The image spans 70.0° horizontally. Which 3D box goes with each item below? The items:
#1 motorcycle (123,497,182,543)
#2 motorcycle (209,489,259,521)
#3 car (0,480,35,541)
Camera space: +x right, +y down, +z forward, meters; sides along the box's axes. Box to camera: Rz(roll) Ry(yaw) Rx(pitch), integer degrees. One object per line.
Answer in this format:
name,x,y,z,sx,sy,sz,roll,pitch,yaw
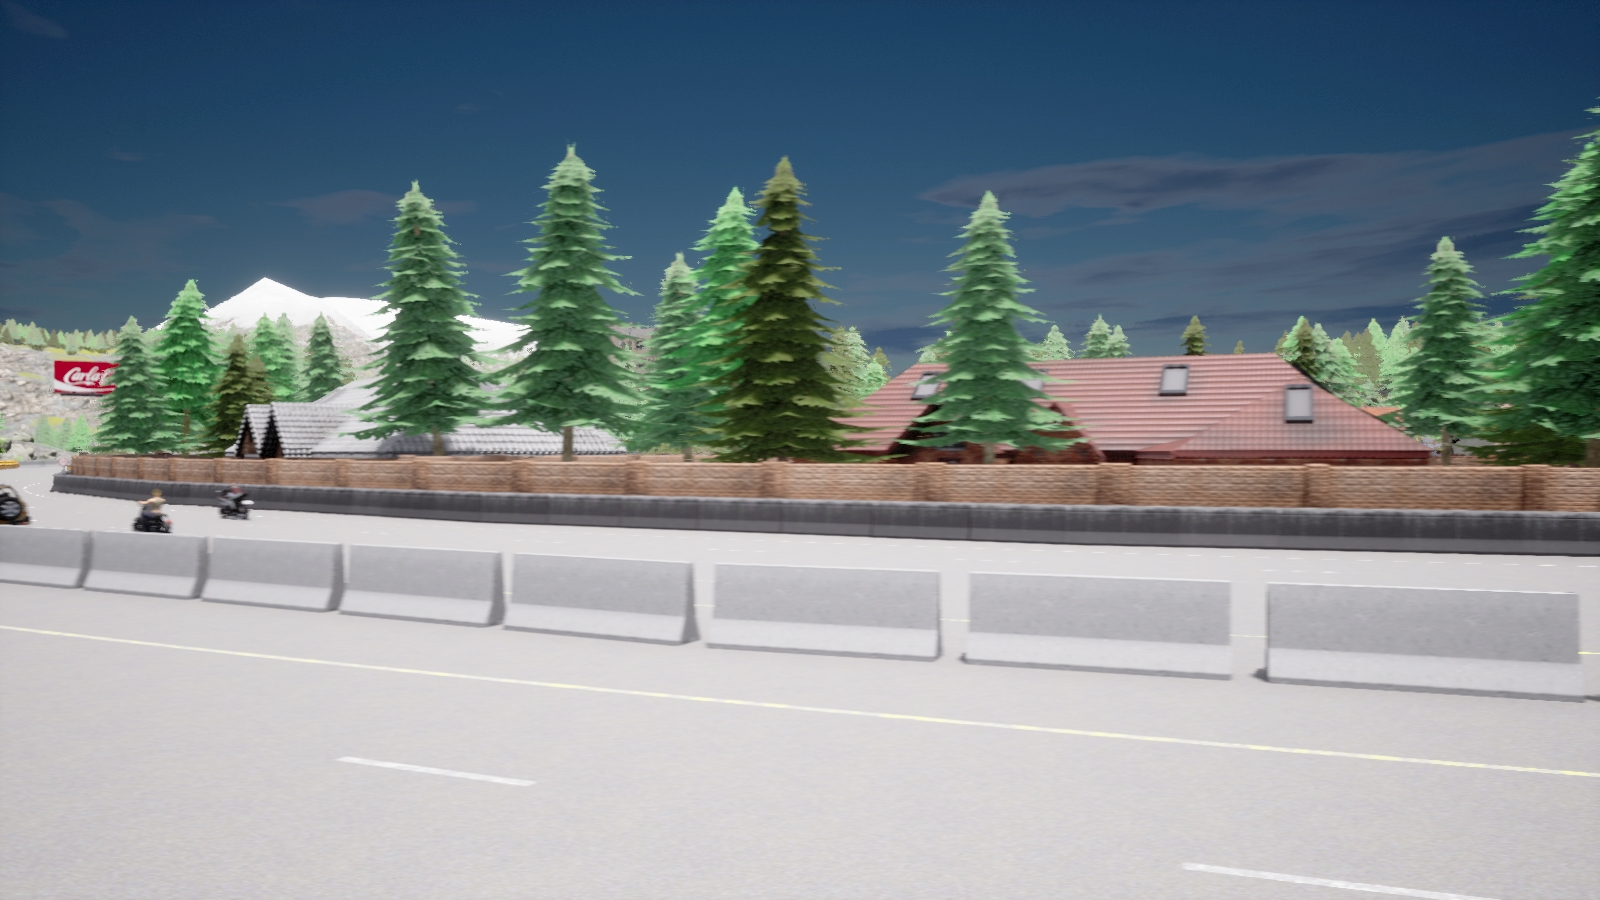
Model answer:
motorcycle,-20.393,2.182,35.971,2.356,1.325,0.764,0,0,38
motorcycle,-23.216,2.254,46.833,2.209,1.251,0.867,0,-1,36
car,-26.705,1.898,36.681,4.605,1.855,1.932,0,0,34
